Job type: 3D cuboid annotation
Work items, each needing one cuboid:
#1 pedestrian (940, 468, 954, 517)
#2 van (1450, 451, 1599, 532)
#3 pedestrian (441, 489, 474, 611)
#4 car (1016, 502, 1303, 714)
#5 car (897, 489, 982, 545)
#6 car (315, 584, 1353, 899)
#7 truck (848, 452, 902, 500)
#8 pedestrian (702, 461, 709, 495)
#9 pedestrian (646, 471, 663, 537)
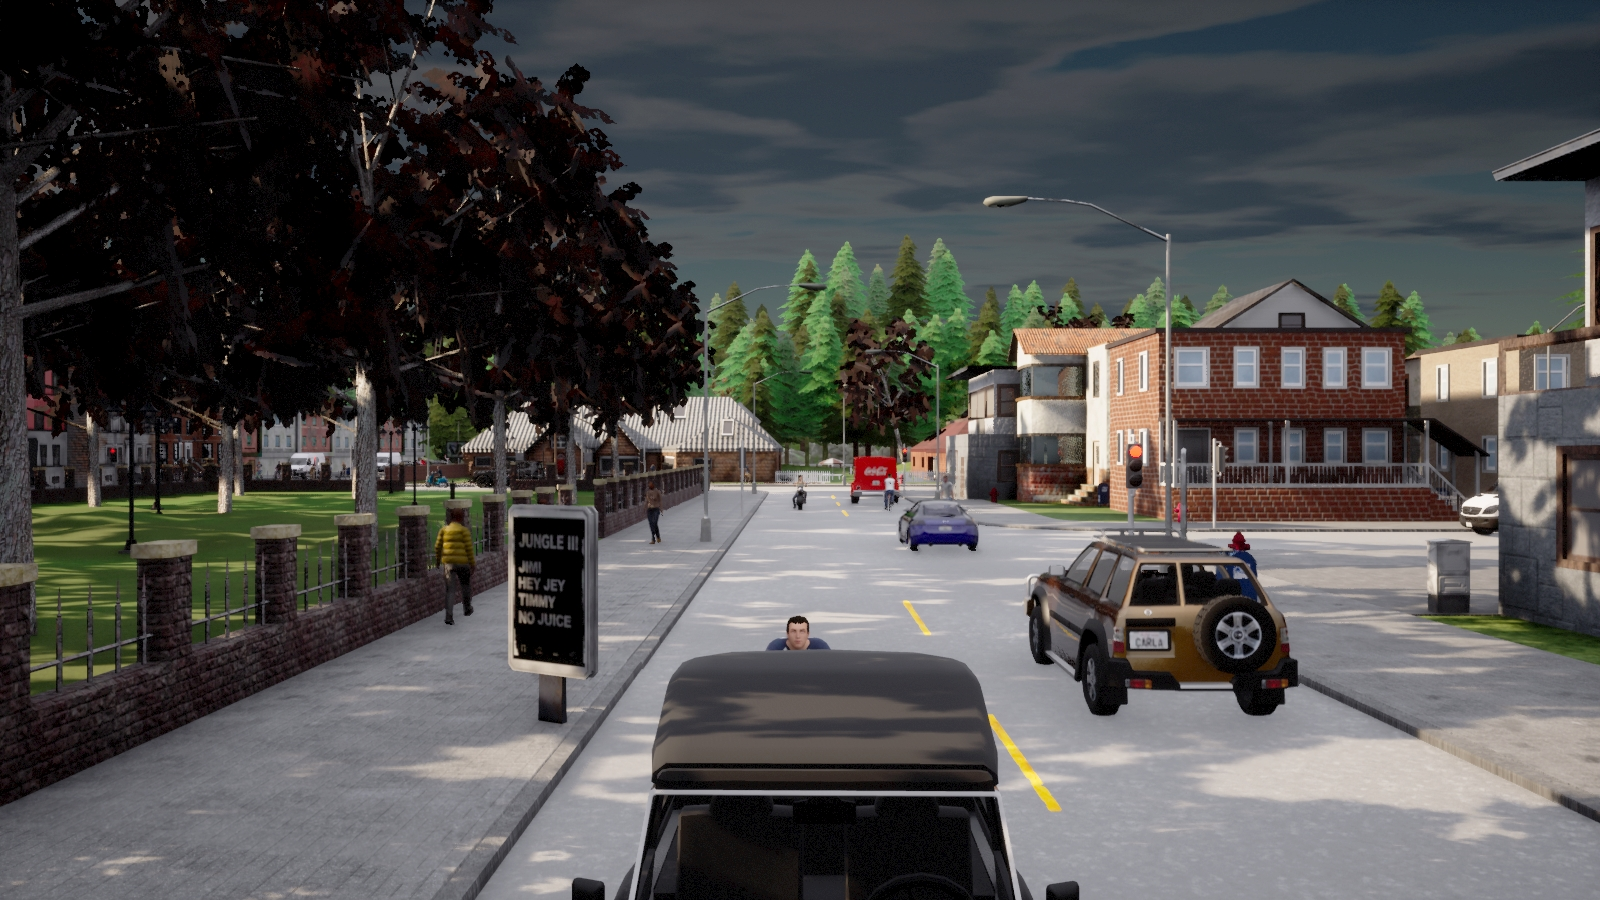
[{"bbox_3d":[5.730,1.646,44.441,0.375,1.860,0.375,0,0,-43],"label":"pedestrian"},{"bbox_3d":[24.712,1.329,37.232,5.915,2.561,1.988,0,0,0],"label":"van"},{"bbox_3d":[-5.291,1.532,17.656,0.375,1.860,0.375,0,0,4],"label":"pedestrian"},{"bbox_3d":[3.945,1.650,13.460,1.932,1.855,4.605,0,0,0],"label":"car"},{"bbox_3d":[4.003,1.912,33.423,1.994,1.385,4.181,0,0,0],"label":"car"},{"bbox_3d":[0.090,1.640,4.031,1.905,1.878,3.866,0,0,1],"label":"car"},{"bbox_3d":[3.969,1.372,61.570,2.627,2.467,5.204,0,0,1],"label":"truck"},{"bbox_3d":[-5.233,1.550,63.311,0.375,1.860,0.375,0,0,5],"label":"pedestrian"},{"bbox_3d":[-4.151,1.539,32.660,0.375,1.860,0.375,0,0,16],"label":"pedestrian"}]
